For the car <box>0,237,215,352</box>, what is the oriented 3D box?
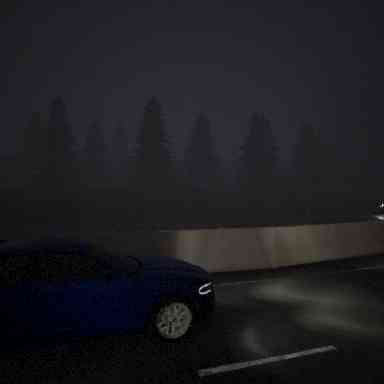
[{"bbox_3d":[-2.084,1.477,5.279,5.008,1.535,1.882,0,0,-18],"label":"car"}]
